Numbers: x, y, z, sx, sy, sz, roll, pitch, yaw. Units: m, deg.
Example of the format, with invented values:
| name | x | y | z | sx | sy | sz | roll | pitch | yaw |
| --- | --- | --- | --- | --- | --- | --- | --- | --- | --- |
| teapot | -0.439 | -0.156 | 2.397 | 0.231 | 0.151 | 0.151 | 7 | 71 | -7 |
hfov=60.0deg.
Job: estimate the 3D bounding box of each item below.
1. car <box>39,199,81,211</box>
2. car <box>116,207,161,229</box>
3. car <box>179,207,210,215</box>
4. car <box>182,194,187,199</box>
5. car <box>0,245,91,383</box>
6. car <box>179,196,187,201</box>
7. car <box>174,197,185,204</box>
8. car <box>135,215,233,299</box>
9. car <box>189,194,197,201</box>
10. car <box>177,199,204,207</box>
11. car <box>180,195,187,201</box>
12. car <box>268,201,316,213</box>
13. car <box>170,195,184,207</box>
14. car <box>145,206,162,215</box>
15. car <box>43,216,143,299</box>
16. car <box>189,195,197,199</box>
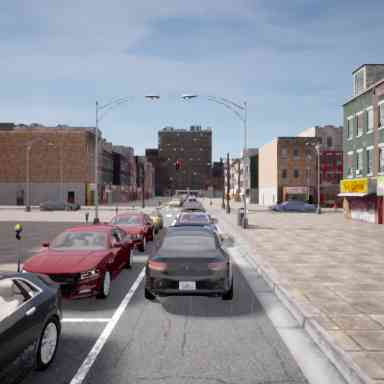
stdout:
| name | x | y | z | sx | sy | sz | roll | pitch | yaw |
| --- | --- | --- | --- | --- | --- | --- | --- | --- | --- |
| car | -14.469 | 1.506 | 36.581 | 4.181 | 1.385 | 1.994 | 0 | 0 | 0 |
| car | -2.608 | 1.553 | 13.975 | 1.887 | 1.381 | 4.507 | 0 | 0 | 0 |
| car | 0.123 | 1.612 | 15.710 | 1.895 | 1.301 | 4.718 | 0 | 0 | 0 |
| car | -2.527 | 1.413 | 56.870 | 2.192 | 1.841 | 5.009 | 0 | 0 | 0 |
| car | -2.628 | 1.552 | 2.986 | 2.008 | 1.369 | 4.403 | 0 | 0 | 0 |
| car | -2.467 | 1.760 | 89.534 | 1.887 | 1.381 | 4.507 | 0 | 0 | 0 |
| car | -2.508 | 1.684 | 67.758 | 2.008 | 1.369 | 4.403 | 0 | 0 | 0 |
| car | -0.040 | 1.530 | 8.319 | 1.812 | 1.442 | 4.674 | 0 | 0 | 1 |
| car | 0.172 | 1.580 | 91.886 | 2.097 | 1.767 | 4.553 | 0 | 0 | 0 |
| car | 0.160 | 1.531 | 26.011 | 1.837 | 1.490 | 4.892 | 0 | 0 | 2 |
| car | -2.457 | 1.676 | 94.978 | 1.967 | 1.590 | 4.097 | 0 | 0 | 0 |
| car | 11.881 | 1.748 | 39.616 | 5.357 | 1.411 | 2.033 | 1 | 0 | 0 |
| car | -2.539 | 1.608 | 51.256 | 1.752 | 1.417 | 4.829 | 0 | 0 | 0 |
| car | -2.598 | 1.541 | 19.298 | 1.752 | 1.417 | 4.829 | 0 | 0 | 0 |
| car | -2.618 | 1.548 | 8.480 | 1.887 | 1.381 | 4.507 | 0 | 0 | 0 |
| car | 0.153 | 1.781 | 81.720 | 1.895 | 1.301 | 4.718 | 0 | 0 | 0 |
